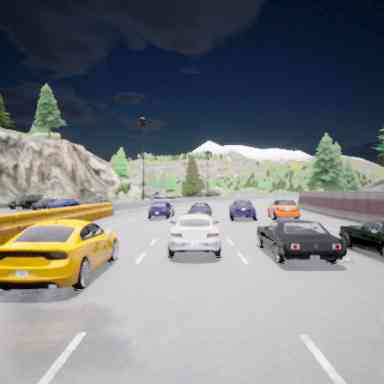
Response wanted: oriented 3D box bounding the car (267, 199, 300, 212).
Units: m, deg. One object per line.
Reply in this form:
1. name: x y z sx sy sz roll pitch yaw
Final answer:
1. car: 7.757 1.402 28.406 2.097 1.767 4.553 0 0 5

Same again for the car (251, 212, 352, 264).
1. car: 3.594 1.622 11.904 1.895 1.301 4.718 0 0 0

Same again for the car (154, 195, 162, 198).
1. car: -6.479 1.634 82.599 2.033 1.411 5.357 0 0 25

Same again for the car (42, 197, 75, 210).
1. car: -15.572 1.551 40.449 1.882 1.535 5.008 0 0 10

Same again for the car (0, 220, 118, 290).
1. car: -3.418 1.494 9.190 1.882 1.535 5.008 0 0 0

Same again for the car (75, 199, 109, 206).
1. car: -11.920 1.566 41.074 2.128 1.511 4.902 0 0 10

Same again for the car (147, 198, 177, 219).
1. car: -2.669 1.579 29.611 1.812 1.442 4.674 0 0 5

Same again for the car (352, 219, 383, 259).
1. car: 7.094 1.622 11.906 1.895 1.301 4.718 0 0 0

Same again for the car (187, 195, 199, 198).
1. car: 0.025 1.517 79.987 1.837 1.490 4.892 0 0 25

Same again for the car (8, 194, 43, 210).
1. car: -21.985 1.306 44.550 2.150 2.045 5.566 0 0 10

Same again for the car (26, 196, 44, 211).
1. car: -18.688 1.584 42.985 1.837 1.490 4.892 0 0 10

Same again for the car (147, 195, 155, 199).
1. car: -9.646 1.616 84.090 2.128 1.511 4.902 0 0 25

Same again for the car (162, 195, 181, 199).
1. car: -4.298 1.431 78.878 2.033 1.411 5.357 0 0 23

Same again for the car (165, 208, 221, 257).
1. car: 0.096 1.549 12.914 1.812 1.442 4.674 0 0 0

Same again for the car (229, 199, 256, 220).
1. car: 4.247 1.402 28.400 2.097 1.767 4.553 0 0 5

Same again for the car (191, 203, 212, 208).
1. car: 0.812 1.616 29.227 1.994 1.385 4.181 0 0 5
